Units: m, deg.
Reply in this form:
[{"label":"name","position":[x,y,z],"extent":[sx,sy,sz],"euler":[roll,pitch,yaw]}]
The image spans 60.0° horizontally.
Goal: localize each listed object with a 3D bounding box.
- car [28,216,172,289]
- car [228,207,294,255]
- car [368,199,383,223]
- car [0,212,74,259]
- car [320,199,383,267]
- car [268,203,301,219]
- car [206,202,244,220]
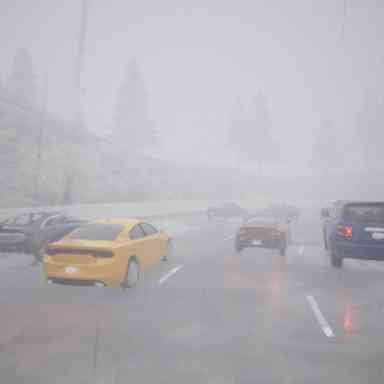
[{"label":"car","position":[-1.970,1.465,9.282],"extent":[1.882,1.535,5.008],"euler":[0,0,12]},{"label":"car","position":[2.996,1.551,13.587],"extent":[1.812,1.442,4.674],"euler":[0,0,20]},{"label":"car","position":[16.202,1.480,26.936],"extent":[4.553,1.767,2.097],"euler":[0,0,-44]},{"label":"car","position":[-5.074,1.457,12.037],"extent":[2.128,1.511,4.902],"euler":[0,0,15]},{"label":"car","position":[5.752,1.264,11.283],"extent":[2.150,2.045,5.566],"euler":[0,0,18]},{"label":"car","position":[7.528,1.627,27.918],"extent":[1.994,1.385,4.181],"euler":[0,0,40]},{"label":"car","position":[2.985,1.554,28.307],"extent":[1.812,1.442,4.674],"euler":[0,0,36]}]
